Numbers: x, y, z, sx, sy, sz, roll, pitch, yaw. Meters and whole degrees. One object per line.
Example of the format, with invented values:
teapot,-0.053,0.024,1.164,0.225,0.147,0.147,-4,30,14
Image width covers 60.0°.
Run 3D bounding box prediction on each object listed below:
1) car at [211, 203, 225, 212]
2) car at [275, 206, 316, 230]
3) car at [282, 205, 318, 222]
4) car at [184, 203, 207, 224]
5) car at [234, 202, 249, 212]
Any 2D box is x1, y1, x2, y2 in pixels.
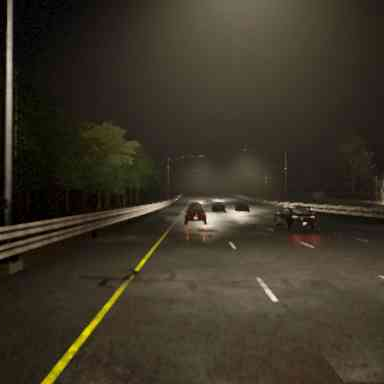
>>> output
car,4.008,2.342,50.935,1.994,1.385,4.181,0,-1,0
car,7.282,1.864,23.831,2.128,1.511,4.902,0,-1,0
car,10.865,2.112,33.892,2.033,1.411,5.357,0,-1,0
car,0.325,1.987,29.225,1.812,1.442,4.674,0,-1,0
car,7.508,2.260,50.723,1.882,1.535,5.008,0,-1,0
